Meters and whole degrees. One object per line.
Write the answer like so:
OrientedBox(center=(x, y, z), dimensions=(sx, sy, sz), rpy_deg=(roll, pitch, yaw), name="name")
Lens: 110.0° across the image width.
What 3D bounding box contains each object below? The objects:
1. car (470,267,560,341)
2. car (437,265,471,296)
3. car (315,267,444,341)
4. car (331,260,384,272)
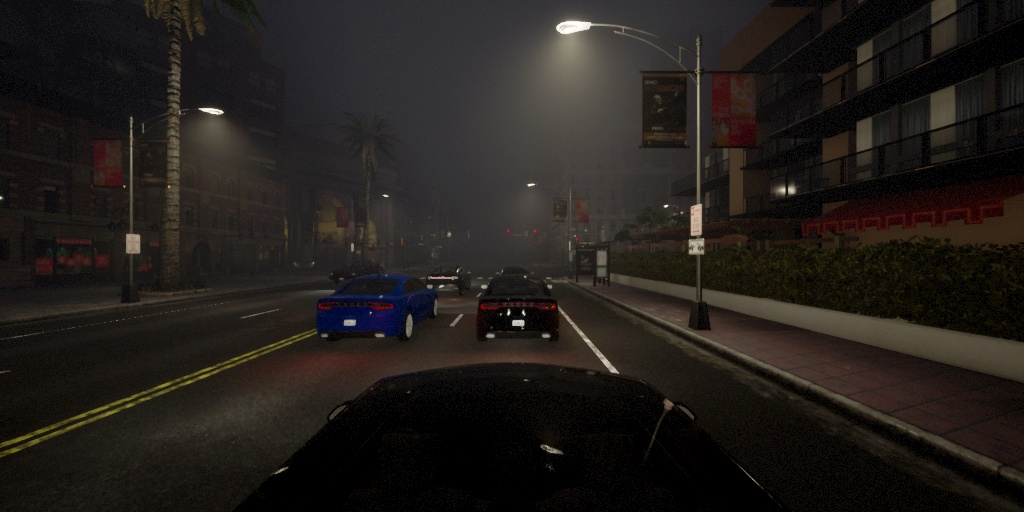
OrientedBox(center=(0.137, 1.228, 9.854), dimensions=(1.882, 1.535, 5.008), rpy_deg=(0, 0, 0), name="car")
OrientedBox(center=(-3.331, 1.242, 19.394), dimensions=(2.128, 1.511, 4.902), rpy_deg=(0, 0, 0), name="car")
OrientedBox(center=(-3.359, 1.228, 9.889), dimensions=(1.882, 1.535, 5.008), rpy_deg=(0, 0, 0), name="car")
OrientedBox(center=(-10.411, 1.008, 24.567), dimensions=(2.033, 1.411, 5.357), rpy_deg=(0, 0, 0), name="car")
